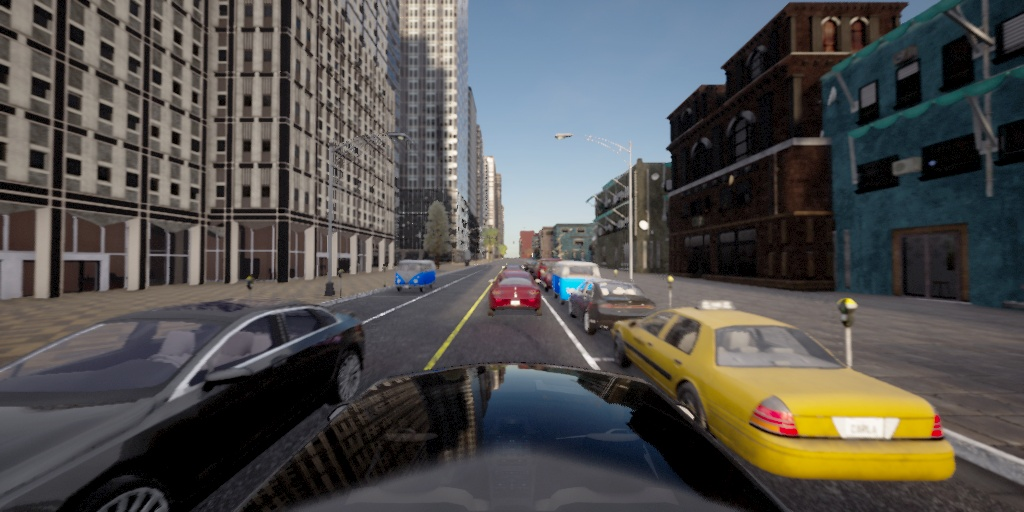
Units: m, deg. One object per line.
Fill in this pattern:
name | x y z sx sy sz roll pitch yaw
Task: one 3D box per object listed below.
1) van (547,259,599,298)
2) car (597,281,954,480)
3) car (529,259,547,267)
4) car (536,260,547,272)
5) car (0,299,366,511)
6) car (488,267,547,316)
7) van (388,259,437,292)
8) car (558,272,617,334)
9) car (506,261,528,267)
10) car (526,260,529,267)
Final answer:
van | 2.695 1.121 15.840 1.690 1.789 3.998 0 0 0
car | 2.692 1.282 5.054 1.751 1.417 4.829 0 0 0
car | 2.698 1.116 26.796 2.192 1.841 5.009 0 0 0
car | 2.697 1.231 21.318 1.967 1.591 4.097 0 0 0
car | -3.101 1.245 3.474 2.128 1.511 4.902 0 0 0
car | 0.104 1.301 13.492 1.812 1.442 4.674 0 0 0
van | -5.684 1.132 21.317 1.690 1.789 3.998 0 0 0
car | 2.693 1.319 10.362 2.007 1.370 4.403 0 0 0
car | 0.108 1.372 30.506 1.994 1.385 4.181 0 0 0
car | 2.702 1.387 37.751 1.948 1.339 4.313 0 0 0
